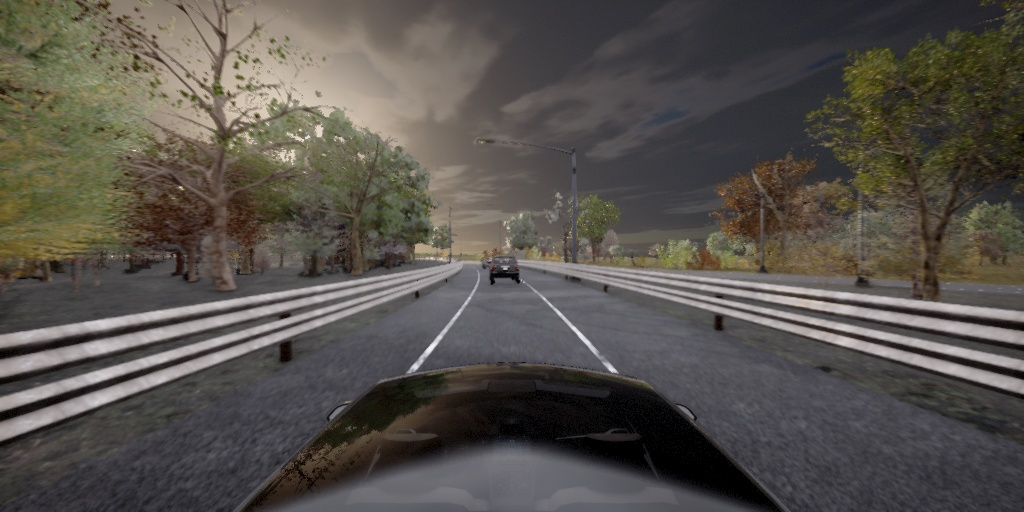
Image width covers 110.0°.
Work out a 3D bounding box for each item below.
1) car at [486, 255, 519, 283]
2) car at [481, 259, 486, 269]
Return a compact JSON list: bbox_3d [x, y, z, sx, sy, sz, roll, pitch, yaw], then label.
[{"bbox_3d":[-0.691,0.978,27.894,2.150,2.045,5.566,0,0,-4],"label":"car"},{"bbox_3d":[-3.777,1.225,55.853,2.128,1.511,4.902,0,0,-9],"label":"car"}]
